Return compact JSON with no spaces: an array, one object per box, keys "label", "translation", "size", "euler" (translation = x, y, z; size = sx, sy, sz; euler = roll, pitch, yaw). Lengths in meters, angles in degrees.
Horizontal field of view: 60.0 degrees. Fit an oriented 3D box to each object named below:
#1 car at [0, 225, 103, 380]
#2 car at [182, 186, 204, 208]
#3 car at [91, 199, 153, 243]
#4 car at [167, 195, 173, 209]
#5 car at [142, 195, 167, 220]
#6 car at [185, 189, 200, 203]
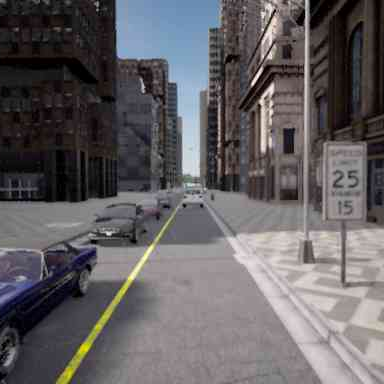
[{"label":"car","translation":[-3.091,1.534,5.482],"size":[1.895,1.301,4.718],"euler":[0,1,0]},{"label":"car","translation":[0.105,0.612,36.284],"size":[2.150,2.045,5.566],"euler":[0,1,0]},{"label":"car","translation":[-3.098,1.278,14.809],"size":[1.837,1.490,4.892],"euler":[0,1,0]},{"label":"car","translation":[-3.046,0.977,34.815],"size":[2.033,1.411,5.357],"euler":[0,1,1]},{"label":"car","translation":[-3.086,1.138,24.138],"size":[1.812,1.442,4.674],"euler":[0,1,0]},{"label":"car","translation":[0.038,0.536,48.353],"size":[2.097,1.767,4.553],"euler":[0,1,0]}]
